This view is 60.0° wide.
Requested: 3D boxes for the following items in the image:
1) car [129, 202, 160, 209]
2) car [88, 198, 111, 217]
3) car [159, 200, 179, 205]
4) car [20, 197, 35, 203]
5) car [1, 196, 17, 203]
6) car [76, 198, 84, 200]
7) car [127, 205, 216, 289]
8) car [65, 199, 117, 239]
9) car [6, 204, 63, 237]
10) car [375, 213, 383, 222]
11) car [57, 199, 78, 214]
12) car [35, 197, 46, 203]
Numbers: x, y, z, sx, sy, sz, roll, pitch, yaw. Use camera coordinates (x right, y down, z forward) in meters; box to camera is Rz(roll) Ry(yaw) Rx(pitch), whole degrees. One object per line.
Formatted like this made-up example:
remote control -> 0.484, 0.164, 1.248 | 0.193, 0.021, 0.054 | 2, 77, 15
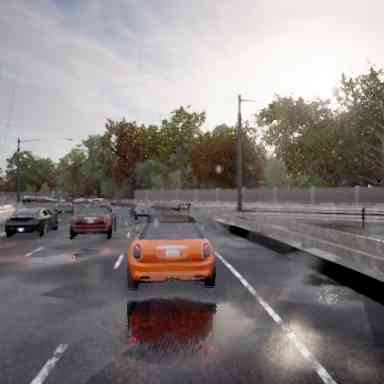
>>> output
car -> -4.715, 1.765, 31.126 | 2.033, 1.411, 5.357 | 0, 0, -17
car -> -9.802, 1.599, 35.133 | 2.097, 1.767, 4.553 | 0, 0, -19
car -> -3.366, 1.693, 40.706 | 1.994, 1.385, 4.181 | 0, -1, -45
car -> -41.431, 1.962, 81.879 | 4.892, 1.490, 1.837 | 0, -1, 39
car -> -43.697, 1.803, 79.214 | 4.553, 1.767, 2.097 | 0, -1, 39
car -> -22.356, 1.905, 66.350 | 1.812, 1.442, 4.674 | 0, 0, -38
car -> -0.632, 1.419, 9.607 | 2.097, 1.767, 4.553 | 0, 0, -5
car -> -5.391, 1.486, 18.612 | 2.097, 1.767, 4.553 | 0, 0, -10
car -> -9.008, 1.646, 19.077 | 1.837, 1.490, 4.892 | 0, 0, -10
car -> 16.362, 1.494, 24.596 | 5.008, 1.535, 1.882 | 2, 1, 35
car -> -13.430, 1.746, 34.960 | 2.128, 1.511, 4.902 | 0, 0, -20
car -> -39.142, 2.016, 84.527 | 5.357, 1.411, 2.033 | 0, -1, 39
